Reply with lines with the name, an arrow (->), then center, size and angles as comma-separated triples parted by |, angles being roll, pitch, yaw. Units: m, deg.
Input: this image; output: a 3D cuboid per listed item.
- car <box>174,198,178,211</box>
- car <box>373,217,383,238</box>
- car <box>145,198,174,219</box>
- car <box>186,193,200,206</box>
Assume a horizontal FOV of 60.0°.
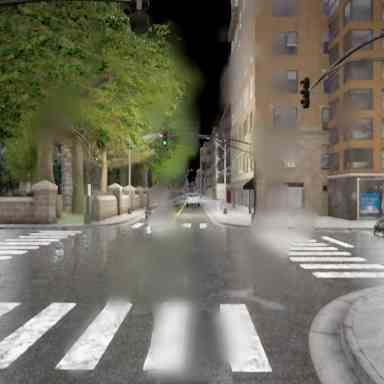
car -> -3.016, 1.657, 39.756 | 1.895, 1.301, 4.718 | 0, 0, 0
car -> 11.000, 1.403, 15.443 | 4.553, 1.767, 2.097 | 0, 0, 0
car -> -3.024, 1.543, 29.672 | 2.128, 1.511, 4.902 | 0, 0, 0
car -> 0.211, 1.273, 55.378 | 2.150, 2.045, 5.566 | 0, -1, 1
